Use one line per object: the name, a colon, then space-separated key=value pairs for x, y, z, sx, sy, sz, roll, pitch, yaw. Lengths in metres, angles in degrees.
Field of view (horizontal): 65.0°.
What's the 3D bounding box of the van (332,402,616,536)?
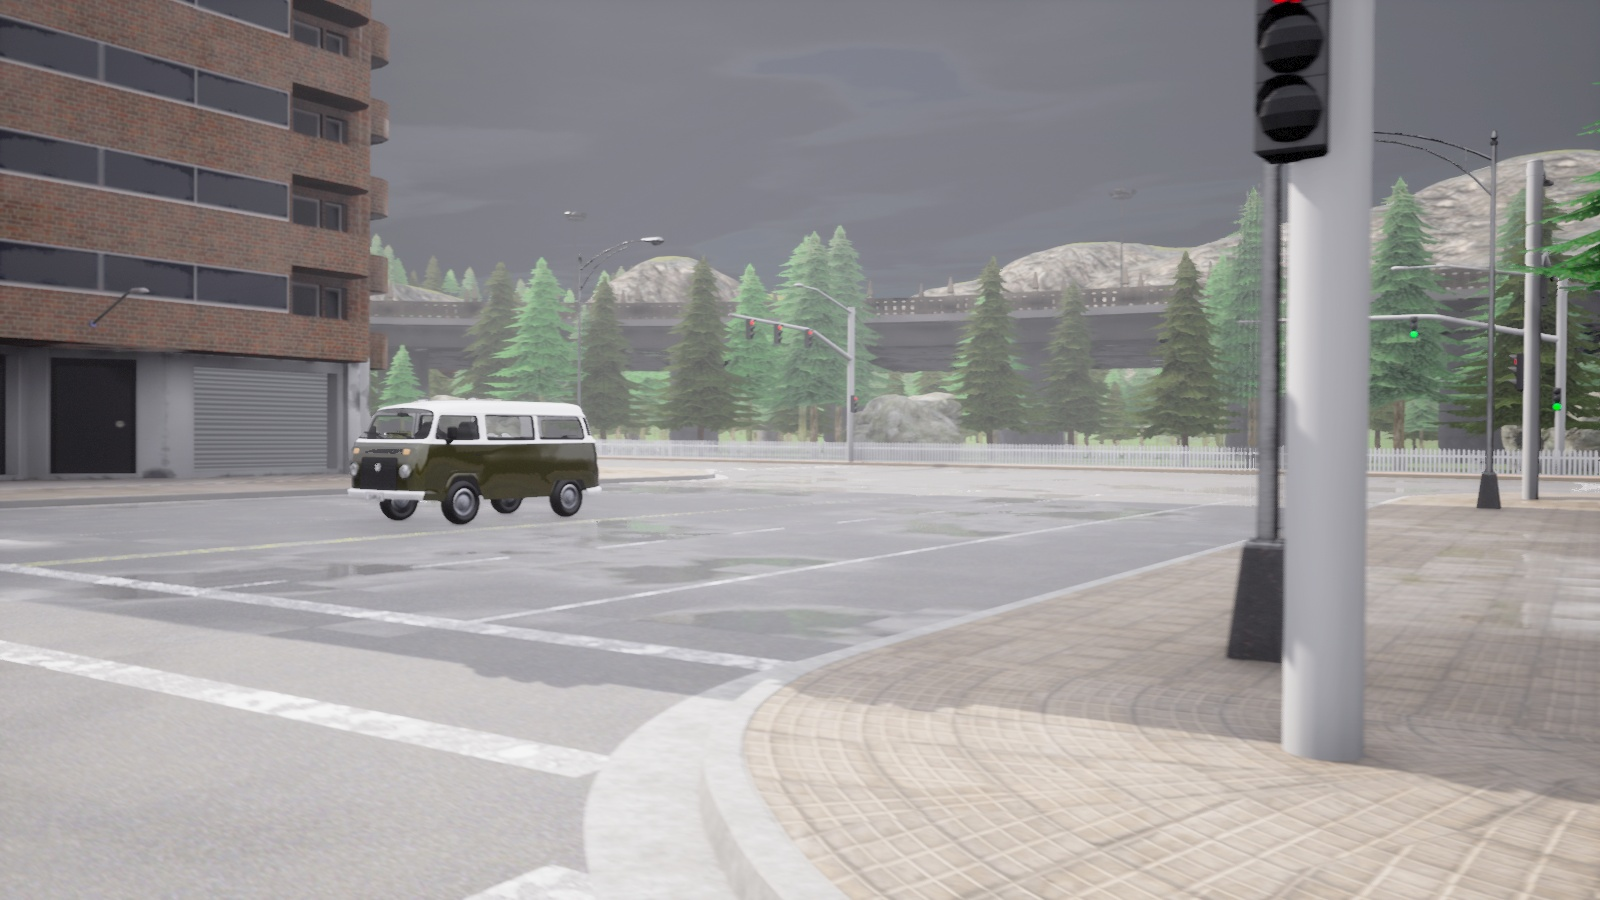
van: x=-5.436 y=0.263 z=21.519 sx=2.069 sy=2.038 sz=4.480 roll=0 pitch=1 yaw=32
